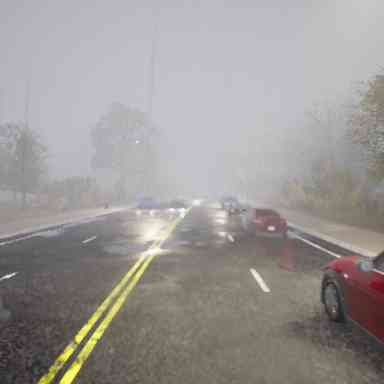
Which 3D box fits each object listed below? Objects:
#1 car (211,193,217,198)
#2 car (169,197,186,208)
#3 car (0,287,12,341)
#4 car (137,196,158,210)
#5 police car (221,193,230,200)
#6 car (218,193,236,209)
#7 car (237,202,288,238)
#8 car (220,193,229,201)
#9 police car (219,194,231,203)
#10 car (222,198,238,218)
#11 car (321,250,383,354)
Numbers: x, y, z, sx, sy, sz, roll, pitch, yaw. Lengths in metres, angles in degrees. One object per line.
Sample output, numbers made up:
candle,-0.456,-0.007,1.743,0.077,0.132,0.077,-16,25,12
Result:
car,6.255,0.878,92.718,1.882,1.535,5.008,0,0,8
car,-1.854,1.386,44.209,1.895,1.301,4.718,0,0,4
car,-3.331,1.537,2.063,2.033,1.411,5.357,0,0,0
car,-5.330,1.281,40.661,1.882,1.535,5.008,0,0,4
police car,8.285,1.041,82.676,2.038,1.542,4.974,0,0,7
car,4.417,1.245,39.156,2.033,1.649,4.856,0,0,3
car,3.618,1.451,17.213,1.812,1.442,4.674,0,0,1
car,7.065,1.091,71.819,1.882,1.535,5.008,0,0,6
police car,6.014,1.191,60.946,2.038,1.542,4.974,0,0,5
car,3.873,1.472,28.277,1.895,1.301,4.718,0,0,2
car,3.394,1.335,4.245,2.097,1.767,4.553,0,0,0
